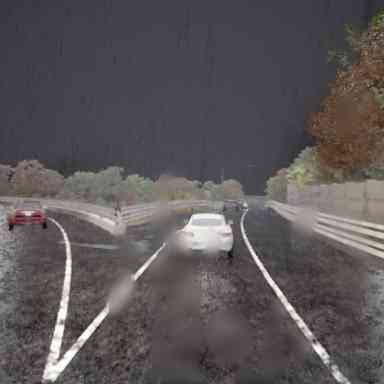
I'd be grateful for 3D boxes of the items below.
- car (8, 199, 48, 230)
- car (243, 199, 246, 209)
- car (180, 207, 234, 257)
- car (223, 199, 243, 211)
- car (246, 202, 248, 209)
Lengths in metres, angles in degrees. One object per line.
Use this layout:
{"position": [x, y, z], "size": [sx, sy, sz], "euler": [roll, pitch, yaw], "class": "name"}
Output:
{"position": [-10.495, 1.324, 21.394], "size": [2.097, 1.767, 4.553], "euler": [0, 0, -25], "class": "car"}
{"position": [7.794, 2.172, 56.792], "size": [1.812, 1.442, 4.674], "euler": [0, -3, 11], "class": "car"}
{"position": [0.628, 1.530, 12.923], "size": [1.812, 1.442, 4.674], "euler": [0, 0, 5], "class": "car"}
{"position": [4.963, 1.616, 41.700], "size": [2.128, 1.511, 4.902], "euler": [0, -1, 10], "class": "car"}
{"position": [10.149, 2.566, 68.364], "size": [2.150, 2.045, 5.566], "euler": [0, -4, 13], "class": "car"}
